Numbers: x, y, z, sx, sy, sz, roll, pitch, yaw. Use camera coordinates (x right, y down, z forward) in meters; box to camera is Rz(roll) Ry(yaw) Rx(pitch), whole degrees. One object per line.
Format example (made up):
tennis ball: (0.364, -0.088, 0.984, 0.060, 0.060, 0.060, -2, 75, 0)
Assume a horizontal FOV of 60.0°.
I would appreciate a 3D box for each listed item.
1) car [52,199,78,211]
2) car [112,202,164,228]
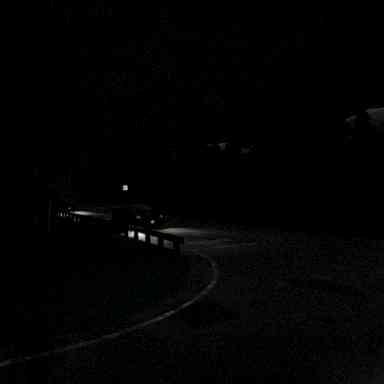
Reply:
car: (-13.998, 1.424, 36.637, 1.895, 1.301, 4.718, 0, 0, -32)
car: (-3.398, 1.349, 20.069, 1.812, 1.442, 4.674, 0, 0, -33)
